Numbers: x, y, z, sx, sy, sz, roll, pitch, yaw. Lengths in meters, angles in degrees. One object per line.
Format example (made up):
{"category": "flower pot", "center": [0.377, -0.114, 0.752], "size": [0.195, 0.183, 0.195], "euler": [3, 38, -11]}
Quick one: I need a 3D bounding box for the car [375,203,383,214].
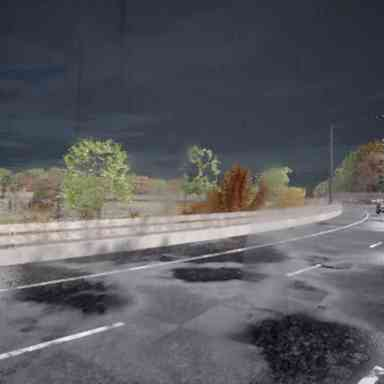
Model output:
{"category": "car", "center": [24.168, 2.022, 41.742], "size": [2.033, 1.411, 5.357], "euler": [0, 0, 25]}
